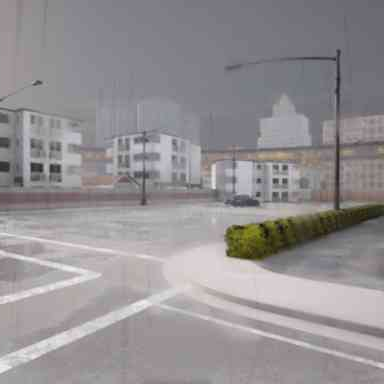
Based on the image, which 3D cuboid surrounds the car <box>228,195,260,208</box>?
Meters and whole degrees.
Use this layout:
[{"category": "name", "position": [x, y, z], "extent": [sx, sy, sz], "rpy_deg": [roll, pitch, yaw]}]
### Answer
[{"category": "car", "position": [7.484, 1.424, 45.701], "extent": [4.181, 1.385, 1.994], "rpy_deg": [0, 0, -39]}]

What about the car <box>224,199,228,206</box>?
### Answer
[{"category": "car", "position": [6.920, 1.194, 49.655], "extent": [4.553, 1.767, 2.097], "rpy_deg": [0, 0, -35]}]
